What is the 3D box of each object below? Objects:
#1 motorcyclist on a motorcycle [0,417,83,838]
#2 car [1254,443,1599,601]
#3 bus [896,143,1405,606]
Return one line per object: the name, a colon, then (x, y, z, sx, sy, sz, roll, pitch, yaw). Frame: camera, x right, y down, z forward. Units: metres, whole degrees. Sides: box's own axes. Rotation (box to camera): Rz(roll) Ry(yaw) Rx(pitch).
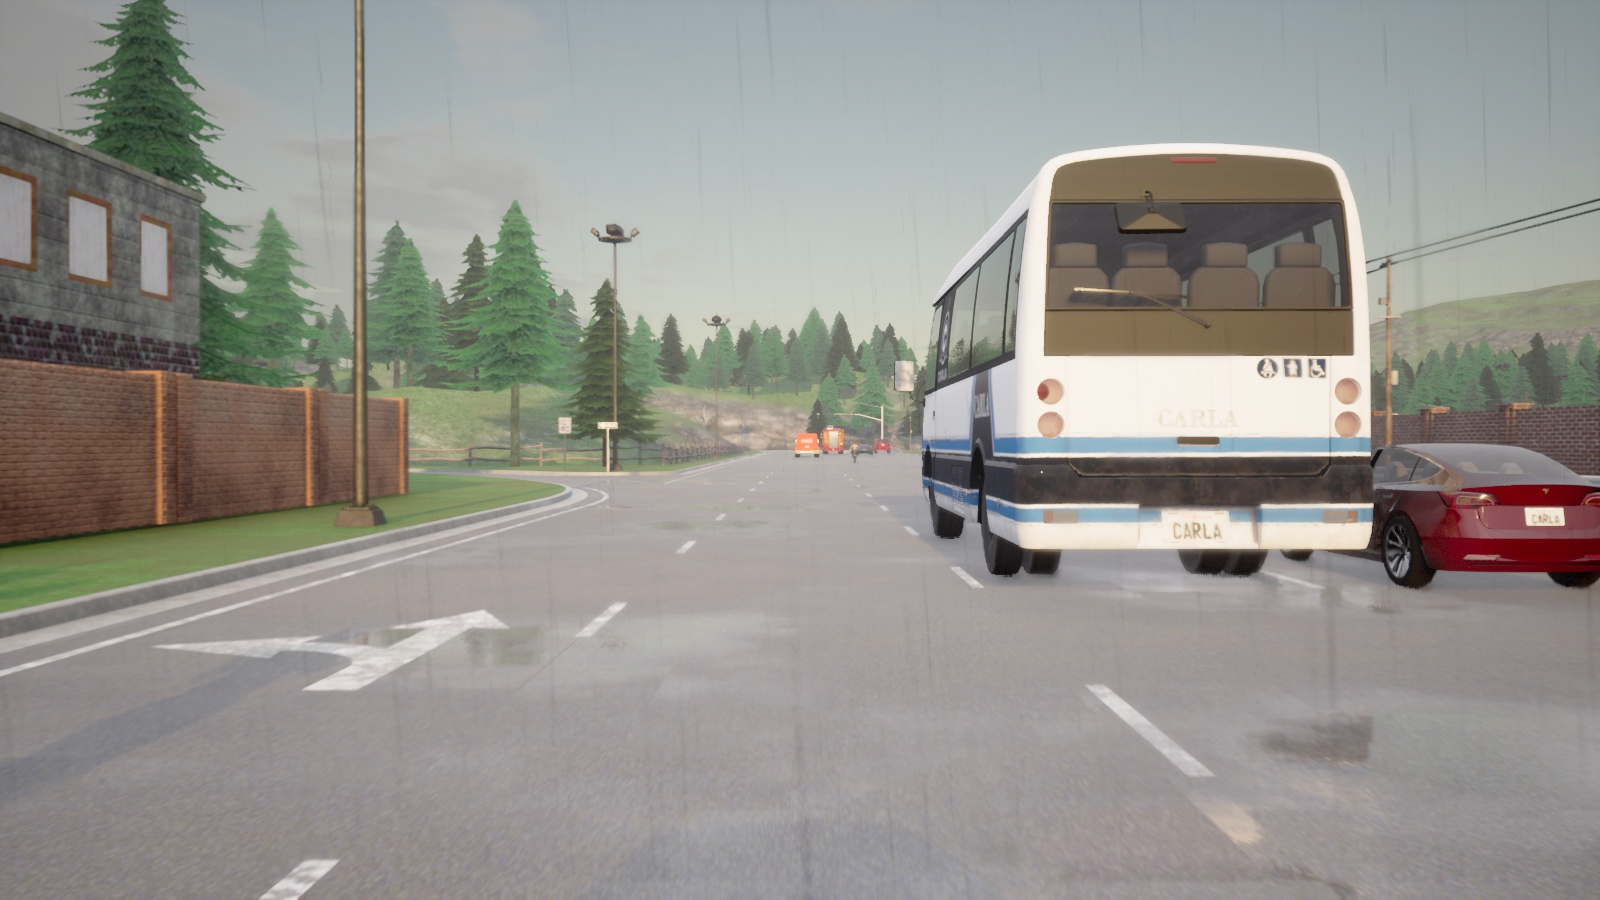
motorcyclist on a motorcycle: (-3.460, 0.672, 4.386, 0.866, 1.590, 1.817, 0, 0, 0)
car: (7.096, 0.672, 14.257, 2.163, 1.488, 4.792, 0, 0, 0)
bus: (3.611, -0.721, 16.685, 3.944, 4.253, 10.273, 0, 0, 0)
